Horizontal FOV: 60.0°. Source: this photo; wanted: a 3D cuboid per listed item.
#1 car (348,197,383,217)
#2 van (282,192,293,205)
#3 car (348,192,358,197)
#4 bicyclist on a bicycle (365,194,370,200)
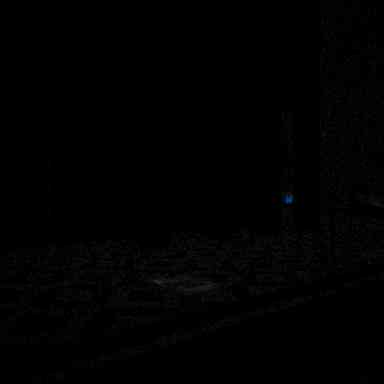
[{"bbox_3d":[14.816,1.367,28.290,2.008,1.369,4.403,1,0,-35],"label":"car"},{"bbox_3d":[12.254,0.931,46.565,1.690,1.788,3.998,1,0,-35],"label":"van"},{"bbox_3d":[15.782,0.945,37.054,2.150,2.045,5.566,0,1,-34],"label":"car"},{"bbox_3d":[20.841,1.031,39.619,1.656,1.620,0.582,0,1,-36],"label":"bicyclist on a bicycle"}]
